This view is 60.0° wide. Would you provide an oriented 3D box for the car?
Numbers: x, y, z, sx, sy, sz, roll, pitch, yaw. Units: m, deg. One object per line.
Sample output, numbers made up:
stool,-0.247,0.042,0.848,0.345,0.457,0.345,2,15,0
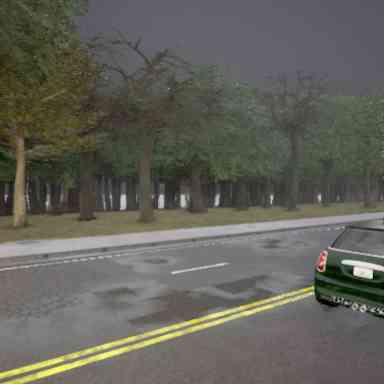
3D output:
car,4.516,1.320,6.646,4.553,1.767,2.097,0,0,-35
